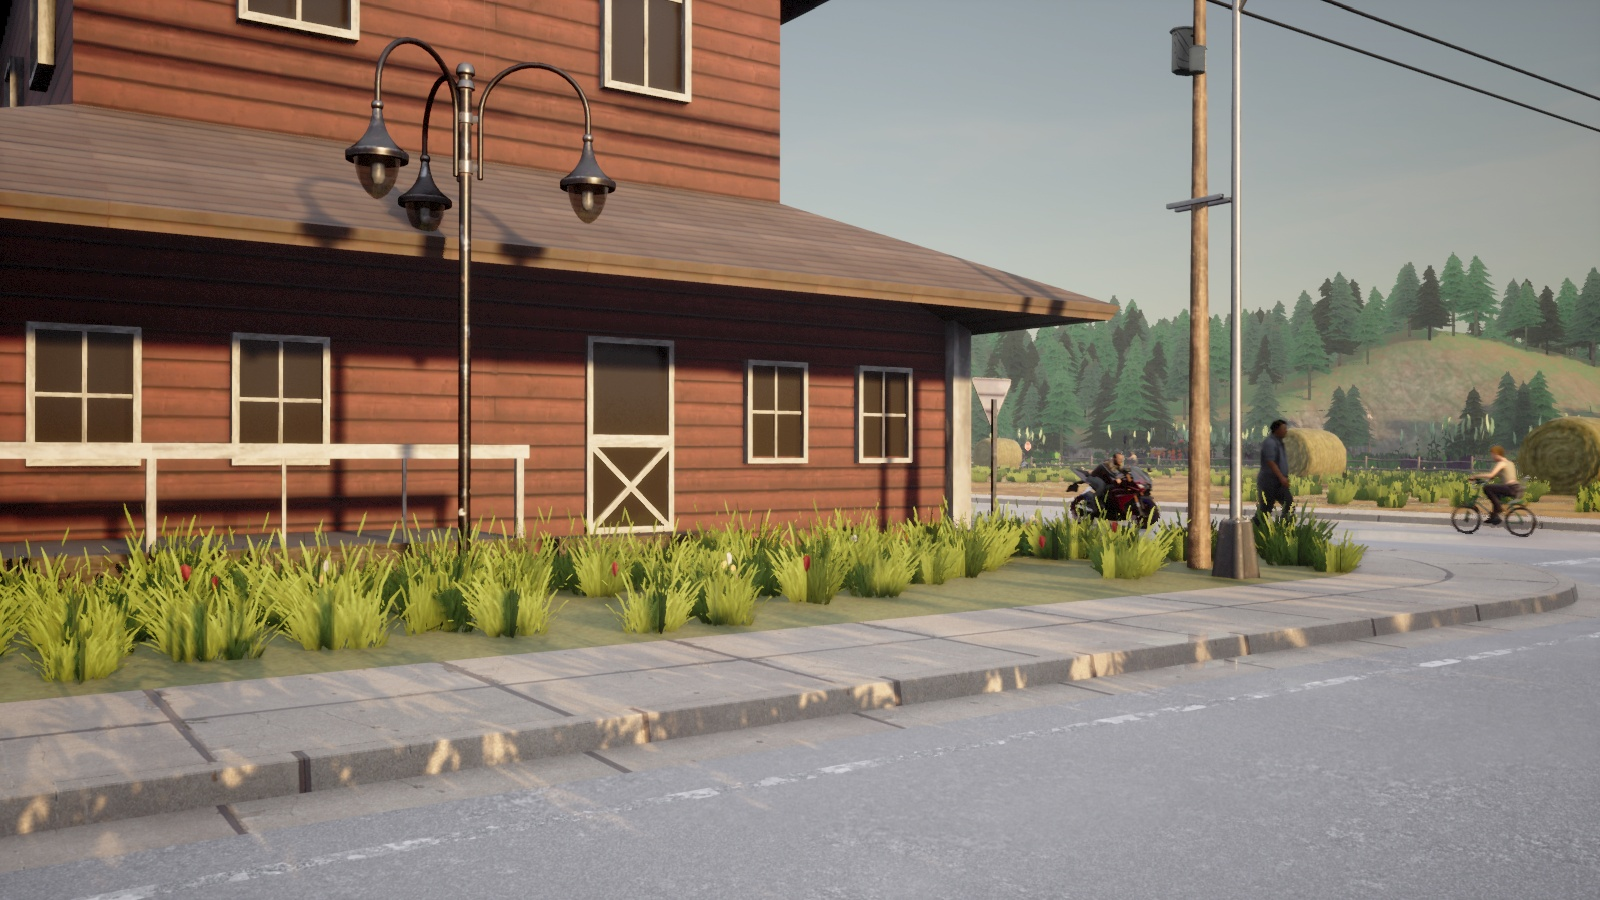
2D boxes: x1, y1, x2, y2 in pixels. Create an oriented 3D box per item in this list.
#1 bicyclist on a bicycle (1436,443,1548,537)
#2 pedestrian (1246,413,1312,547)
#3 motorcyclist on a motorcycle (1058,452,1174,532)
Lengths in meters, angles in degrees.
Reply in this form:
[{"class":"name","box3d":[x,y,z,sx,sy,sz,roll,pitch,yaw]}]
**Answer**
[{"class":"bicyclist on a bicycle","box3d":[12.369,0.684,22.475,0.866,1.612,1.509,0,0,-34]},{"class":"pedestrian","box3d":[6.768,0.409,17.752,0.540,1.848,0.694,0,0,-43]},{"class":"motorcyclist on a motorcycle","box3d":[6.280,0.801,25.067,0.866,1.530,2.191,0,0,-36]}]
